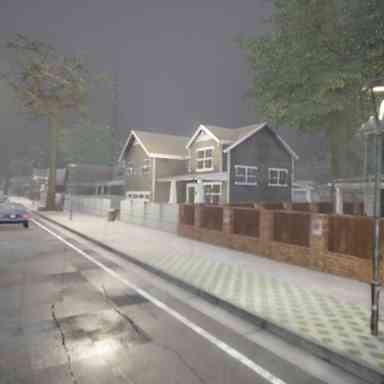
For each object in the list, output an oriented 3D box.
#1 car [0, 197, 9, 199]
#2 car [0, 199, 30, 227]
[{"bbox_3d":[-18.444,1.220,32.111,2.033,1.411,5.357,1,0,-31],"label":"car"},{"bbox_3d":[-11.156,1.353,20.420,2.033,1.411,5.357,1,0,-32],"label":"car"}]
